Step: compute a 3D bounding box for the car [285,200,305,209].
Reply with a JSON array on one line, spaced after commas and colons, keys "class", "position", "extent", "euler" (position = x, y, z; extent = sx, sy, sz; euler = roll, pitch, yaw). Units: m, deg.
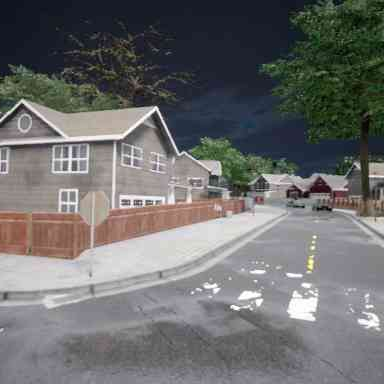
[{"class": "car", "position": [17.222, 2.033, 55.643], "extent": [1.994, 1.385, 4.181], "euler": [2, -1, -6]}]

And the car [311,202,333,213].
[{"class": "car", "position": [16.951, 1.966, 43.658], "extent": [1.895, 1.301, 4.718], "euler": [1, 0, 10]}]
